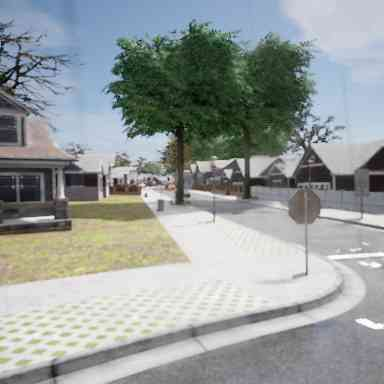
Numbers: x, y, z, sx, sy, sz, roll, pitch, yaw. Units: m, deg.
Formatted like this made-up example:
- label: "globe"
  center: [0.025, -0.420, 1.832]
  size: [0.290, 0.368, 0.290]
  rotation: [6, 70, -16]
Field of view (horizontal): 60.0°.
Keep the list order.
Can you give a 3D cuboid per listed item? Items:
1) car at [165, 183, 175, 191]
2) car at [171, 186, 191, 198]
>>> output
- label: "car"
  center: [-5.225, -1.045, 86.494]
  size: [1.882, 1.535, 5.008]
  rotation: [-1, 2, -9]
- label: "car"
  center: [-1.499, 0.225, 50.769]
  size: [2.033, 1.411, 5.357]
  rotation: [-1, 2, -11]
